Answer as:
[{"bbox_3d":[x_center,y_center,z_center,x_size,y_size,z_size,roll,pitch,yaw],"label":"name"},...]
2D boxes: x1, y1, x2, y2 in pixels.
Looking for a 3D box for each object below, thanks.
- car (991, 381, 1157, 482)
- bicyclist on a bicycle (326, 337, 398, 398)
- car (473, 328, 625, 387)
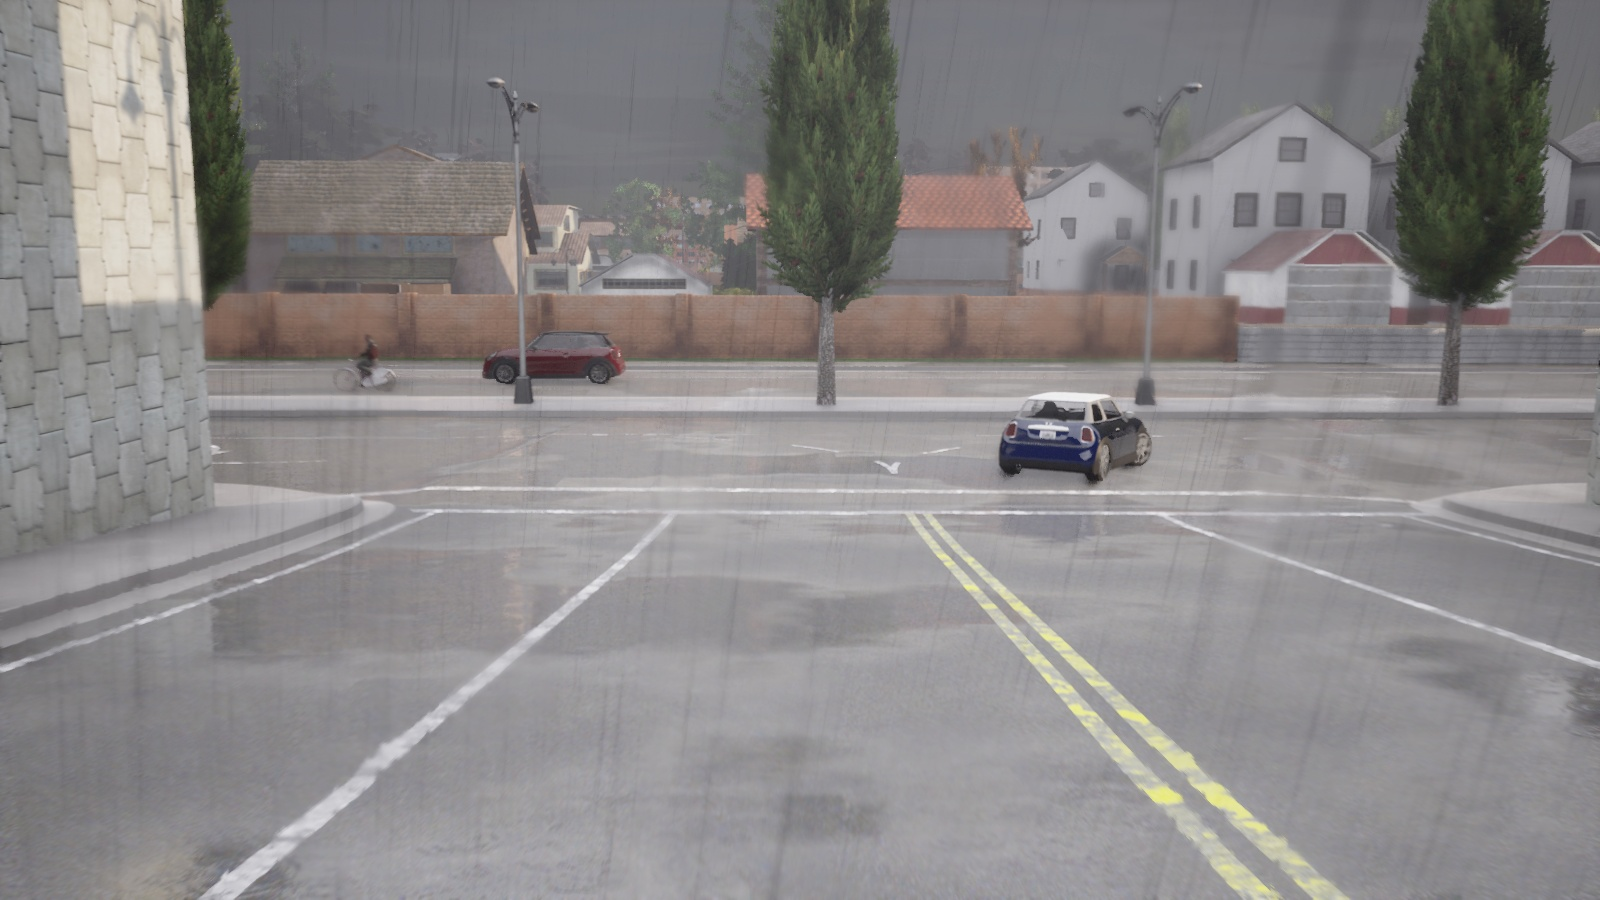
[{"bbox_3d":[5.214,-0.428,23.556,1.970,1.475,3.806,4,8,29],"label":"car"},{"bbox_3d":[-13.135,-2.484,37.701,1.843,1.776,0.659,0,9,-1],"label":"bicyclist on a bicycle"},{"bbox_3d":[-8.165,-3.054,41.273,4.553,1.767,2.097,0,9,-1],"label":"car"}]
